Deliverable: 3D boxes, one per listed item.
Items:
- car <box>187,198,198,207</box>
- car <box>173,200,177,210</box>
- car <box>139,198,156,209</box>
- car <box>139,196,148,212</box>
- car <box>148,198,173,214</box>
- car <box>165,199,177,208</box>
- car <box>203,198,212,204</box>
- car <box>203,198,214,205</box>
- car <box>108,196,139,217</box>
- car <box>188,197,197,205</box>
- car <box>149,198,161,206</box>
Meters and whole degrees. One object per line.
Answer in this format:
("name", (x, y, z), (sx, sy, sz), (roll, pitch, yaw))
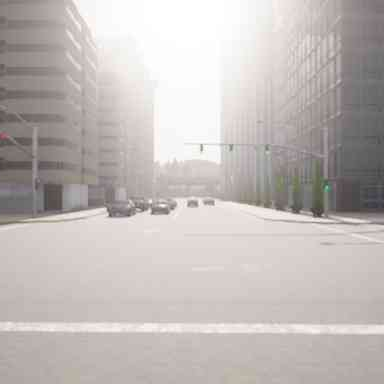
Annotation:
("car", (0.104, 1.865, 58.376), (1.837, 1.490, 4.892), (0, -1, 0))
("car", (-3.594, 1.648, 47.741), (2.097, 1.767, 4.553), (0, 0, 0))
("car", (-7.087, 1.823, 53.589), (2.128, 1.511, 4.902), (0, 0, 0))
("car", (-7.096, 1.492, 43.631), (2.150, 2.045, 5.566), (0, 0, 0))
("car", (-3.598, 1.743, 38.537), (1.837, 1.490, 4.892), (0, 0, 0))
("car", (-3.576, 1.957, 57.509), (1.895, 1.301, 4.718), (0, 0, 0))
("car", (3.504, 1.997, 75.757), (1.994, 1.385, 4.181), (0, 0, 0))
("car", (3.503, 1.919, 67.090), (1.837, 1.490, 4.892), (0, 0, 0))
("car", (-7.099, 1.563, 34.042), (2.097, 1.767, 4.553), (0, 0, 0))
("car", (0.103, 1.898, 68.053), (1.882, 1.535, 5.008), (0, 0, 0))
("car", (-7.042, 1.901, 64.028), (1.837, 1.490, 4.892), (0, 0, 0))
